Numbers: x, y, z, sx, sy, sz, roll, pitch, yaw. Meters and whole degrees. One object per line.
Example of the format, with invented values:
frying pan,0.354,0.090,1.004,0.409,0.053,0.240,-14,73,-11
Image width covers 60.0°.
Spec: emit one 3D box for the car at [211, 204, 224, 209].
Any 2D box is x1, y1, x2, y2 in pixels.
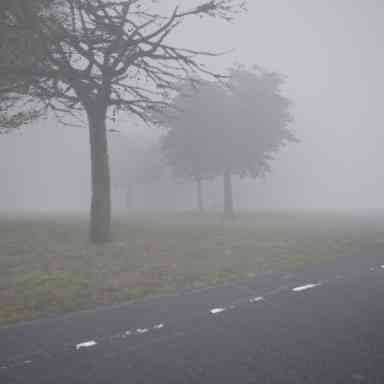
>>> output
car,6.645,3.844,87.260,1.994,1.385,4.181,-2,-1,-30
